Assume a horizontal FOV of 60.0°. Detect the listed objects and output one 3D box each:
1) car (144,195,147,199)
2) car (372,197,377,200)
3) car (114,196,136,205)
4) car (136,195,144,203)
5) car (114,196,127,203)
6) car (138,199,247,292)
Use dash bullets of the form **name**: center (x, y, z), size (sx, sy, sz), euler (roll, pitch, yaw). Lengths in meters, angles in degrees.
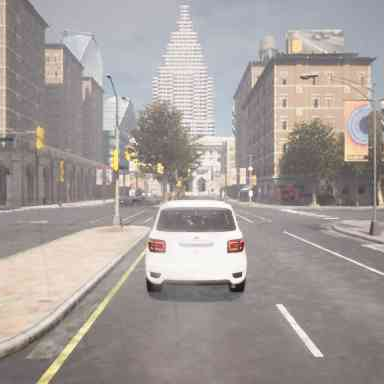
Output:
- **car**: center (-11.731, 1.500, 78.753), size (1.837, 1.490, 4.892), euler (0, 0, 0)
- **car**: center (37.736, 1.481, 71.447), size (2.231, 1.521, 4.892), euler (0, 0, 0)
- **car**: center (-11.726, 1.504, 58.517), size (1.837, 1.490, 4.892), euler (0, 0, 0)
- **car**: center (-11.701, 1.600, 68.571), size (1.895, 1.301, 4.718), euler (0, 0, 0)
- **car**: center (-14.954, 1.594, 69.895), size (1.895, 1.301, 4.718), euler (0, 0, 0)
- **car**: center (0.077, 1.221, 9.054), size (2.150, 2.045, 5.566), euler (0, 0, 0)
